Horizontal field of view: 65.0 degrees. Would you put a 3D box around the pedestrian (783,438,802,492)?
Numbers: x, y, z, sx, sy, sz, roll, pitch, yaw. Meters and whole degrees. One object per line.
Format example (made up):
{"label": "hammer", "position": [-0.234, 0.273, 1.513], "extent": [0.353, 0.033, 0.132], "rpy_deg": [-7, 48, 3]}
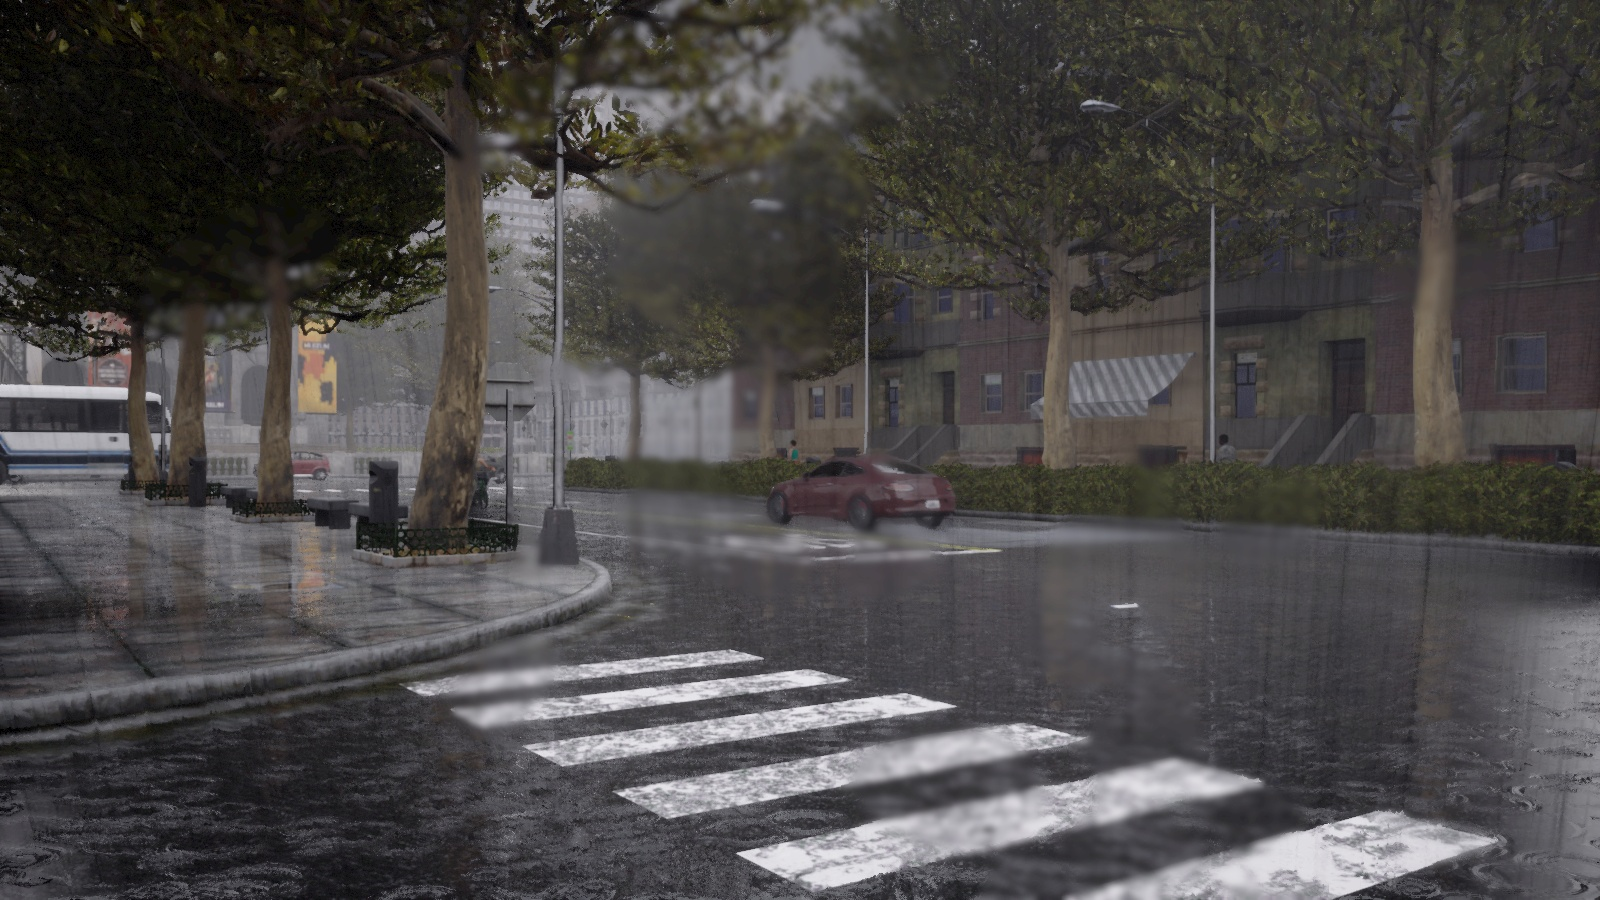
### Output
{"label": "pedestrian", "position": [-0.244, 0.503, 42.570], "extent": [0.345, 1.836, 0.594], "rpy_deg": [0, 0, -39]}

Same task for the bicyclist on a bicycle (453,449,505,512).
{"label": "bicyclist on a bicycle", "position": [-8.443, 0.778, 33.026], "extent": [0.866, 1.612, 1.509], "rpy_deg": [0, 0, -34]}

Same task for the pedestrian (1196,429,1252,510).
{"label": "pedestrian", "position": [9.982, 0.449, 29.598], "extent": [0.874, 1.855, 0.900], "rpy_deg": [0, 0, -26]}

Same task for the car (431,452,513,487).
{"label": "car", "position": [-15.140, 0.894, 58.117], "extent": [1.789, 1.549, 3.705], "rpy_deg": [-1, 0, 22]}

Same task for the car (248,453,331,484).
{"label": "car", "position": [-26.296, 0.935, 64.709], "extent": [3.705, 1.549, 1.789], "rpy_deg": [0, 0, -34]}

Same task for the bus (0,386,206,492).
{"label": "bus", "position": [-31.085, -0.436, 53.112], "extent": [10.273, 4.253, 3.944], "rpy_deg": [0, 0, -34]}

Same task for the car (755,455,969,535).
{"label": "car", "position": [1.118, 0.827, 25.098], "extent": [1.812, 1.442, 4.674], "rpy_deg": [0, 0, -34]}
